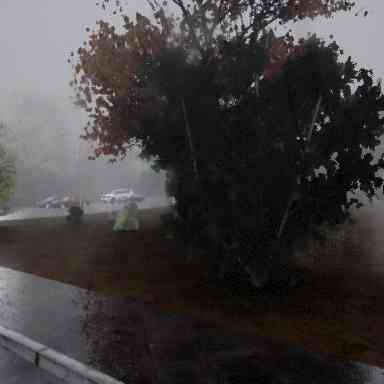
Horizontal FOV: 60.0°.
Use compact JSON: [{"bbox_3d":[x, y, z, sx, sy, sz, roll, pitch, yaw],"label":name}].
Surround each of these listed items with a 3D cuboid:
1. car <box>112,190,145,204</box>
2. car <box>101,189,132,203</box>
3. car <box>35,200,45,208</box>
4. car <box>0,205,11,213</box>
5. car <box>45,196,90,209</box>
[{"bbox_3d":[-9.172,0.964,50.270,1.812,1.442,4.674,0,3,39],"label":"car"},{"bbox_3d":[-11.723,0.658,52.674,2.150,2.045,5.566,0,3,39],"label":"car"},{"bbox_3d":[-18.355,1.350,44.435,1.837,1.490,4.892,0,2,39],"label":"car"},{"bbox_3d":[-21.710,1.646,34.668,1.895,1.301,4.718,0,1,39],"label":"car"},{"bbox_3d":[-15.498,1.306,42.403,1.882,1.535,5.008,0,2,39],"label":"car"}]
